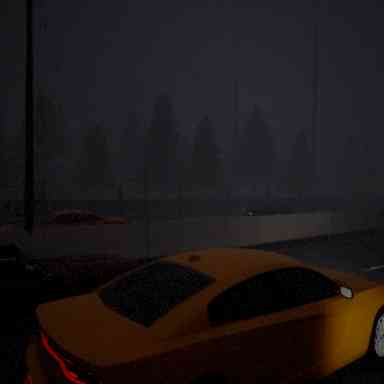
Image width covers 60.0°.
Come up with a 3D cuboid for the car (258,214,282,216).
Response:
[{"bbox_3d":[6.874,1.597,30.301,4.718,1.301,1.895,0,0,-35],"label":"car"}]

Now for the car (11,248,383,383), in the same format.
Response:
[{"bbox_3d":[0.698,1.477,4.208,5.008,1.535,1.882,0,0,-36],"label":"car"}]

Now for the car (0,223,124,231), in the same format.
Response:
[{"bbox_3d":[-5.113,1.470,13.233,5.008,1.535,1.882,0,0,-35],"label":"car"}]

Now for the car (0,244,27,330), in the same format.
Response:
[{"bbox_3d":[-3.181,1.596,5.753,4.718,1.301,1.895,0,0,-36],"label":"car"}]
